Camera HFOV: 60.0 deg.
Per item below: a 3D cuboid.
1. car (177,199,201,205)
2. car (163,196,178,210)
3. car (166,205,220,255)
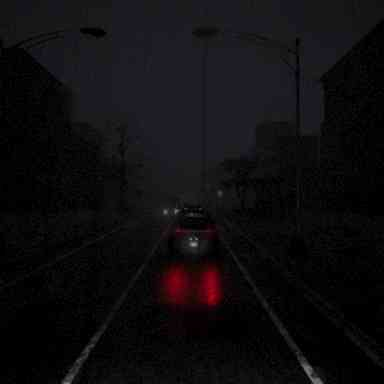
[{"bbox_3d":[0.077,1.582,28.737,2.128,1.511,4.902,0,-1,0],"label":"car"},{"bbox_3d":[-3.075,1.567,50.291,2.150,2.045,5.566,0,-1,0],"label":"car"},{"bbox_3d":[0.074,1.528,13.523,2.128,1.511,4.902,0,0,0],"label":"car"}]
